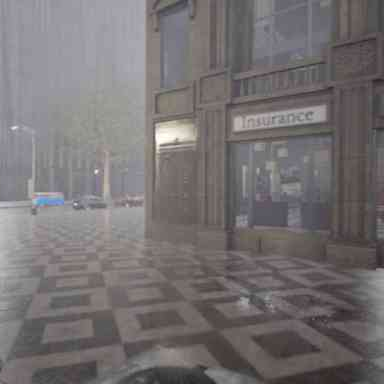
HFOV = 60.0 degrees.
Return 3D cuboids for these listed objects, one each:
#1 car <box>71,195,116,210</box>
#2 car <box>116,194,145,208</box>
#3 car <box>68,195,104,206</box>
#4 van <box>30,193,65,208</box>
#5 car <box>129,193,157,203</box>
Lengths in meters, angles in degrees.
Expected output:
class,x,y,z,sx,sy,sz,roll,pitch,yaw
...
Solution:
class,x,y,z,sx,sy,sz,roll,pitch,yaw
car,-10.760,1.275,35.830,1.947,1.339,4.313,1,2,36
car,-7.475,1.184,40.386,1.887,1.381,4.507,2,2,36
car,-14.397,1.122,45.364,2.008,1.369,4.403,1,2,36
van,-17.680,0.982,40.804,1.690,1.788,3.998,1,1,36
car,-7.923,0.944,54.343,1.752,1.417,4.829,2,2,36
